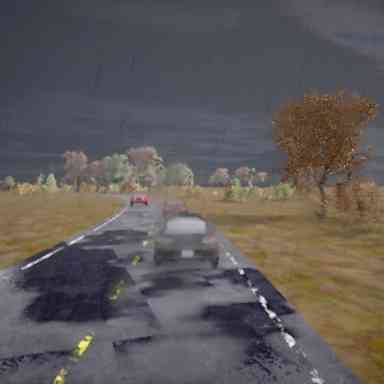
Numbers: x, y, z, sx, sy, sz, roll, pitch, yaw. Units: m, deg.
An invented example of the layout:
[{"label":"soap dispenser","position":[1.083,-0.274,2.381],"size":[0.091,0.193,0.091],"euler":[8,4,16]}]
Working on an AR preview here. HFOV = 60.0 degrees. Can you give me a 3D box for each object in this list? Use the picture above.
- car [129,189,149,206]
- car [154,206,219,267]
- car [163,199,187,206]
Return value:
[{"label":"car","position":[-6.714,0.692,42.259],"size":[2.150,2.045,5.566],"euler":[0,1,-9]},{"label":"car","position":[-0.229,1.384,10.781],"size":[1.812,1.442,4.674],"euler":[0,1,-3]},{"label":"car","position":[-1.438,1.256,26.968],"size":[1.895,1.301,4.718],"euler":[0,1,-6]}]
